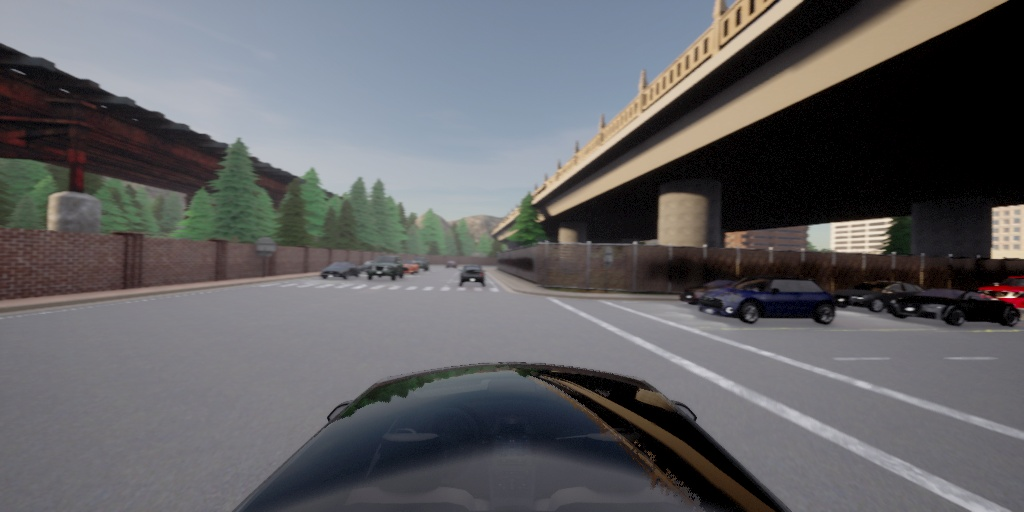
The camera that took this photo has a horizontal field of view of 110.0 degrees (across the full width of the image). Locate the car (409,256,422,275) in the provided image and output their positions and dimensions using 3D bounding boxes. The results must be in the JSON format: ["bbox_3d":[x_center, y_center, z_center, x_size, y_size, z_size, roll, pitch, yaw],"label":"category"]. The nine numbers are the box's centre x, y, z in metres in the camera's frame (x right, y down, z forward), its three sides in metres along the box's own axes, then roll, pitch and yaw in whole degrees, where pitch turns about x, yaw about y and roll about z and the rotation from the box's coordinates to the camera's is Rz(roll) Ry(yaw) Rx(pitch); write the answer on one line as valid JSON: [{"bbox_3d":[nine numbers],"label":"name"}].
[{"bbox_3d":[-11.779,1.153,40.185,2.097,1.767,4.553,2,-1,-6],"label":"car"}]

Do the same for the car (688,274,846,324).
[{"bbox_3d":[9.640,1.551,13.766,4.553,1.767,2.097,2,-1,-7],"label":"car"}]

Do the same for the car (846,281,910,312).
[{"bbox_3d":[19.121,2.066,18.519,4.892,1.490,1.837,2,-1,-7],"label":"car"}]

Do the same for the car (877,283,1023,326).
[{"bbox_3d":[18.198,2.054,14.867,4.181,1.385,1.994,2,-1,-7],"label":"car"}]

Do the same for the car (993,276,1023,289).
[{"bbox_3d":[28.981,2.118,19.798,5.566,2.045,2.150,2,-1,-8],"label":"car"}]

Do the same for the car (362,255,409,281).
[{"bbox_3d":[-10.632,0.952,30.607,2.150,2.045,5.566,2,-1,-7],"label":"car"}]

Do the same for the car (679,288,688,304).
[{"bbox_3d":[10.432,1.830,17.397,4.181,1.385,1.994,2,-1,-7],"label":"car"}]

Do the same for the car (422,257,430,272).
[{"bbox_3d":[-12.976,1.103,50.773,2.150,2.045,5.566,2,-1,-6],"label":"car"}]

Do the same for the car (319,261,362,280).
[{"bbox_3d":[-14.079,1.158,29.896,2.033,1.411,5.357,2,-1,-7],"label":"car"}]

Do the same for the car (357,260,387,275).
[{"bbox_3d":[-15.176,1.204,39.115,1.812,1.442,4.674,2,-1,-7],"label":"car"}]

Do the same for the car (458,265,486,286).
[{"bbox_3d":[-3.056,1.448,27.638,1.837,1.490,4.892,2,-1,-7],"label":"car"}]
